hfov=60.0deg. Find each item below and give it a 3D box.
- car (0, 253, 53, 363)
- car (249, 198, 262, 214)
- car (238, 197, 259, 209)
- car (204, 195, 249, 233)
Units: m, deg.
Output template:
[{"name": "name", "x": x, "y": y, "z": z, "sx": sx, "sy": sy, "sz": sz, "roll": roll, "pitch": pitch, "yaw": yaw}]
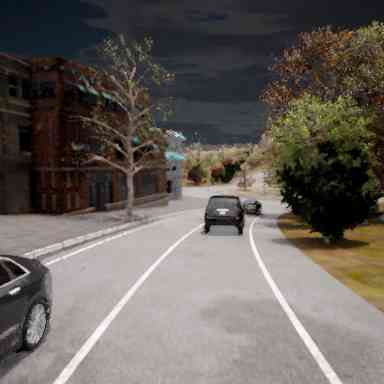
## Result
[{"name": "car", "x": -3.153, "y": 1.482, "z": 3.350, "sx": 1.837, "sy": 1.490, "sz": 4.892, "roll": 0, "pitch": 0, "yaw": 2}, {"name": "car", "x": 6.857, "y": 1.659, "z": 37.964, "sx": 2.128, "sy": 1.511, "sz": 4.902, "roll": 2, "pitch": 0, "yaw": 19}, {"name": "car", "x": 8.943, "y": 1.678, "z": 52.564, "sx": 2.033, "sy": 1.411, "sz": 5.357, "roll": 2, "pitch": 2, "yaw": 24}, {"name": "car", "x": 2.100, "y": 1.241, "z": 20.100, "sx": 2.150, "sy": 2.045, "sz": 5.566, "roll": 1, "pitch": -1, "yaw": 11}]
